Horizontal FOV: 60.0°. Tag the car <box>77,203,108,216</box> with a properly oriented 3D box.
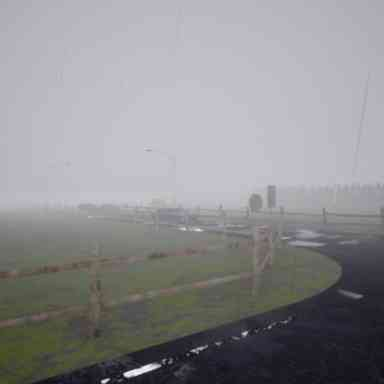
[{"bbox_3d":[-13.341,2.309,44.340,1.837,1.490,4.892,0,-2,-34],"label":"car"}]

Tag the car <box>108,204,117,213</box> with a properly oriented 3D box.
[{"bbox_3d":[-12.649,2.400,48.406,2.033,1.411,5.357,0,-1,-34],"label":"car"}]

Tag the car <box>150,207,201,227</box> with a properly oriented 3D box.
[{"bbox_3d":[-1.472,1.947,26.919,2.033,1.411,5.357,0,-1,-34],"label":"car"}]
